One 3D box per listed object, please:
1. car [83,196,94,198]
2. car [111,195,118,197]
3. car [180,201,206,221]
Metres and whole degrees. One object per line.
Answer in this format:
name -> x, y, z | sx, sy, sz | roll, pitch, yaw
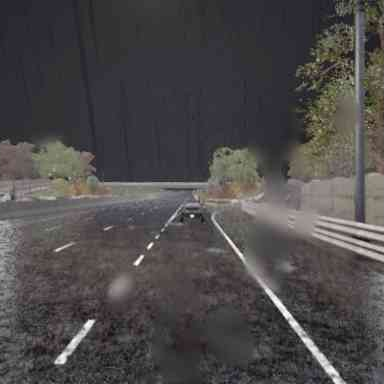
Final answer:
car -> -28.032, 1.697, 89.923 | 2.033, 1.411, 5.357 | 0, 0, 0
car -> -21.032, 1.683, 89.926 | 2.128, 1.511, 4.902 | 0, 0, 0
car -> 0.094, 1.549, 27.384 | 1.837, 1.490, 4.892 | 0, 0, 2
